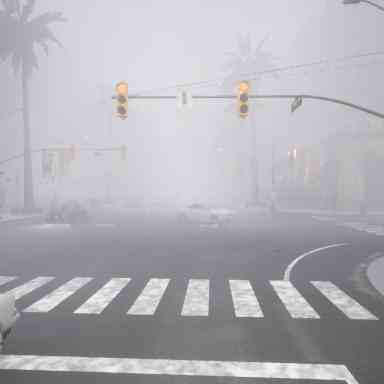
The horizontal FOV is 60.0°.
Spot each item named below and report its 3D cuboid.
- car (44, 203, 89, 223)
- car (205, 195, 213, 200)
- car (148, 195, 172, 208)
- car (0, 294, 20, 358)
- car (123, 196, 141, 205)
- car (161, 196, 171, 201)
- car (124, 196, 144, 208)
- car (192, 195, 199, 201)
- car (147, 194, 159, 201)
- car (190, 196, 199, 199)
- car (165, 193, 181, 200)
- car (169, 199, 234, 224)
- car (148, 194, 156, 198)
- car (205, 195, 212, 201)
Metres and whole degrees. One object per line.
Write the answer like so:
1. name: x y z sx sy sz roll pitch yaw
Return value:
1. car: -9.366 1.564 25.131 1.994 1.385 4.181 0 0 3
2. car: 4.007 1.537 77.722 2.033 1.411 5.357 0 0 2
3. car: -4.620 1.547 48.898 2.033 1.411 5.357 0 0 3
4. car: -3.436 1.601 2.542 1.895 1.301 4.718 0 0 3
5. car: -10.662 1.513 59.574 2.161 1.482 4.786 0 0 2
6. car: -6.375 1.545 80.777 1.895 1.301 4.718 0 0 2
7. car: -8.204 1.547 47.320 2.033 1.411 5.357 0 0 3
8. car: 0.945 1.587 88.355 1.895 1.301 4.718 0 0 2
9. car: -9.447 1.354 81.472 2.185 1.767 4.553 0 0 2
10. car: 0.513 1.539 77.923 2.033 1.411 5.357 0 0 2
11. car: -3.521 1.223 68.010 2.150 2.045 5.566 0 0 3
12. car: 0.854 1.526 24.657 4.674 1.442 1.812 0 1 37
13. car: -7.183 1.506 65.618 1.837 1.490 4.892 0 0 4
14. car: 4.441 1.492 88.180 1.837 1.490 4.892 0 0 2
